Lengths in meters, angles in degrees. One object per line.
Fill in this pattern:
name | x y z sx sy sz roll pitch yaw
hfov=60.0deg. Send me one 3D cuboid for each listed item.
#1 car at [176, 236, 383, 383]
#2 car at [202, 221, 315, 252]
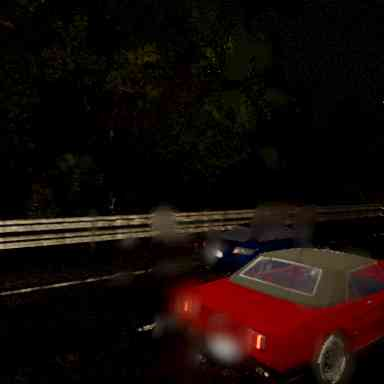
car | 2.184 1.599 5.325 4.718 1.301 1.895 0 0 -36
car | 2.289 1.561 9.719 4.181 1.385 1.994 0 0 -36
